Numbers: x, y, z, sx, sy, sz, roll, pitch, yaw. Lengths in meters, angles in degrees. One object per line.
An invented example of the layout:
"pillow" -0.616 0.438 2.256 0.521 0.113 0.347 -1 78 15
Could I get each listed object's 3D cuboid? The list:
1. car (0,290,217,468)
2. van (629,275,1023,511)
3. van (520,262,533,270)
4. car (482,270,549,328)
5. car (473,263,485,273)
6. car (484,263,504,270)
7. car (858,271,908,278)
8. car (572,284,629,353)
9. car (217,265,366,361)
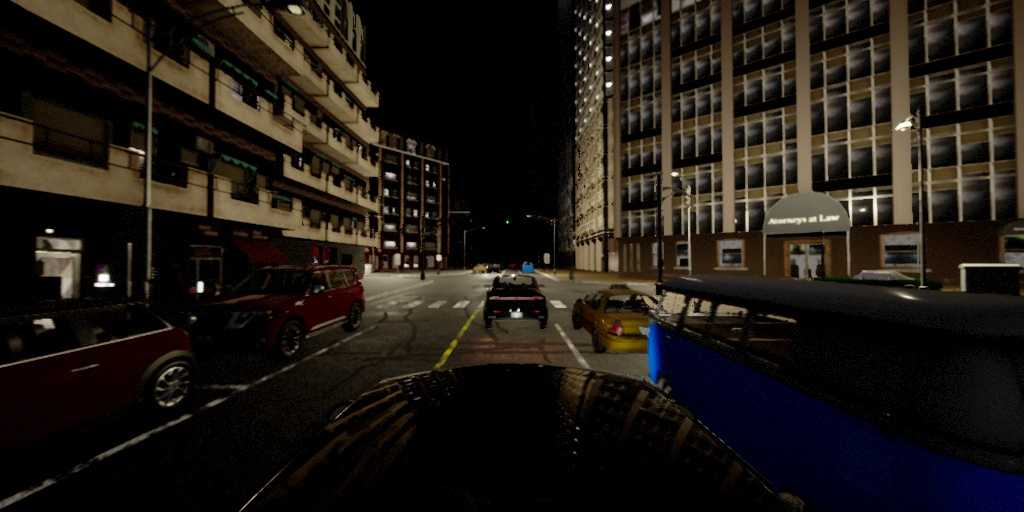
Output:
"car" -5.315 1.208 3.173 1.967 1.591 4.097 0 0 0
"van" 2.566 1.109 3.180 1.690 1.789 3.998 0 0 0
"van" 2.553 1.859 57.704 1.690 1.789 3.998 0 0 0
"car" 0.100 1.373 11.922 2.128 1.511 4.902 0 -1 0
"car" -5.327 2.043 57.533 1.751 1.417 4.829 0 0 0
"car" -2.829 2.105 56.801 1.895 1.301 4.718 0 -1 2
"car" 18.305 1.401 18.445 4.718 1.301 1.895 -1 -2 40
"car" 2.564 1.365 8.886 1.751 1.417 4.829 0 0 0
"car" -5.316 1.154 8.708 2.192 1.841 5.009 0 0 0
